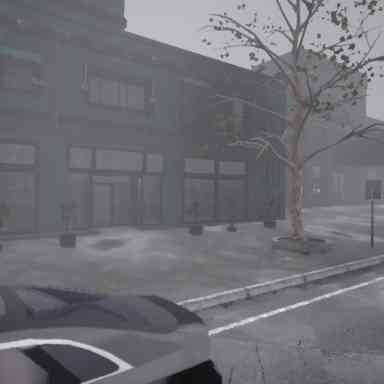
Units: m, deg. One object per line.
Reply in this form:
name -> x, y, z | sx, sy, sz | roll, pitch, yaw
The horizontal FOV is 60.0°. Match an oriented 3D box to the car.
car -> -2.020, 1.491, 1.931 | 4.902, 1.511, 2.128 | 0, 0, -36
